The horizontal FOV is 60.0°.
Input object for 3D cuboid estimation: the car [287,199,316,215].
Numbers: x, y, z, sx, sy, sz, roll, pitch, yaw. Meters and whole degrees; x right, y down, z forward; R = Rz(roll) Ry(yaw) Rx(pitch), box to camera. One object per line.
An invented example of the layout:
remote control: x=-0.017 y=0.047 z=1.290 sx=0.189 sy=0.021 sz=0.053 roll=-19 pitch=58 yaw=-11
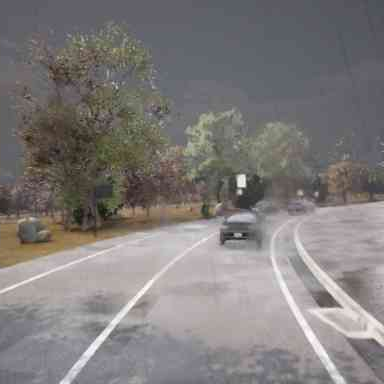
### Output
car: x=11.455 y=1.526 z=34.748 sx=2.128 sy=1.511 sz=4.902 roll=-4 pitch=-2 yaw=34

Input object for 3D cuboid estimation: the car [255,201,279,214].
car: x=7.688 y=1.712 z=35.320 sx=2.128 sy=1.511 sz=4.902 roll=-4 pitch=-2 yaw=34

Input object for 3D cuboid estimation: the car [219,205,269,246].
car: x=2.445 y=1.576 z=15.633 sx=1.812 sy=1.442 sz=4.674 roll=-1 pitch=0 yaw=15
